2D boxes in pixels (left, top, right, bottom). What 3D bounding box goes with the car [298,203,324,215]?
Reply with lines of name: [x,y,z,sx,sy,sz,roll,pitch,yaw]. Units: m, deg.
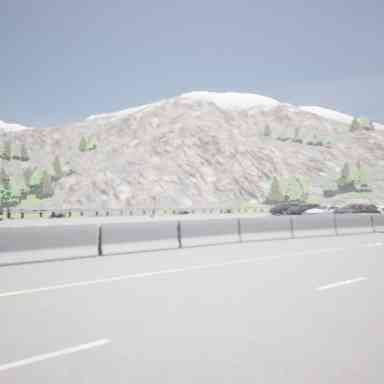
car: [12.816,1.940,31.734,4.674,1.442,1.812,1,-1,-26]

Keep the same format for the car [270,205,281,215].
car: [11.332,1.966,38.789,4.892,1.490,1.837,1,-1,-25]

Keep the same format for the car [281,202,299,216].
car: [12.221,1.945,35.336,4.892,1.490,1.837,1,-1,-26]

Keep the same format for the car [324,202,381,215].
car: [13.928,1.748,28.365,4.553,1.767,2.097,1,-1,-26]
